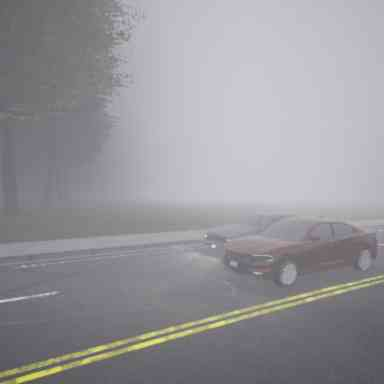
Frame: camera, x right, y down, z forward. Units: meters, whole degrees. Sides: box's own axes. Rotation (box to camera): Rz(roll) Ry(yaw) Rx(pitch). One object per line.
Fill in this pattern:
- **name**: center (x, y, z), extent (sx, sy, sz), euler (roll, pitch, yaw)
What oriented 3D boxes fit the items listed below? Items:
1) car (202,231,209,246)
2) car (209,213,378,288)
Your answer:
- **car**: center (3.063, 1.544, 13.195), extent (5.357, 1.411, 2.033), euler (0, 0, -31)
- **car**: center (3.148, 1.473, 9.402), extent (5.008, 1.535, 1.882), euler (0, 0, -31)
